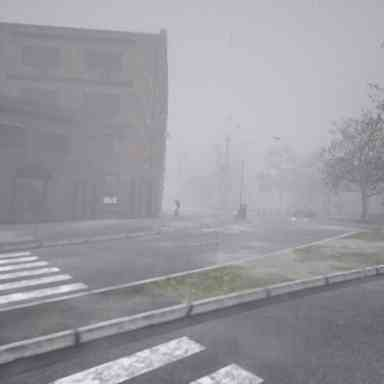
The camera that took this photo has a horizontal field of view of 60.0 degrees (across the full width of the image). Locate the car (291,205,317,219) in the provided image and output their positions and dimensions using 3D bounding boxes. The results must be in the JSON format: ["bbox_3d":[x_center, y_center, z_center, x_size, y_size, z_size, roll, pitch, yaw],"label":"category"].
[{"bbox_3d":[14.443,2.443,42.679,2.097,1.767,4.553,2,-2,36],"label":"car"}]

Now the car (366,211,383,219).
[{"bbox_3d":[29.785,3.672,51.698,5.357,1.411,2.033,3,-2,-4],"label":"car"}]

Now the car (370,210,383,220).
[{"bbox_3d":[32.311,3.836,54.685,4.902,1.511,2.128,2,-2,6],"label":"car"}]
